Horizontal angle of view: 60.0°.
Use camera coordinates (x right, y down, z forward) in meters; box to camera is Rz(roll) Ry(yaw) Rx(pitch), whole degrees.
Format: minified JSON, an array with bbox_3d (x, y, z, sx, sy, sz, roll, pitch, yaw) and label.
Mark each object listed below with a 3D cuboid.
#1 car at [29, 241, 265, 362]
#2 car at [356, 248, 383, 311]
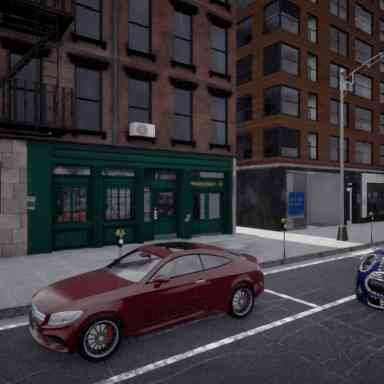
[{"bbox_3d":[-0.520,1.582,5.824,4.206,1.307,1.802,0,0,-36],"label":"car"},{"bbox_3d":[5.334,1.352,6.770,4.553,1.767,2.097,0,0,-36],"label":"car"}]
